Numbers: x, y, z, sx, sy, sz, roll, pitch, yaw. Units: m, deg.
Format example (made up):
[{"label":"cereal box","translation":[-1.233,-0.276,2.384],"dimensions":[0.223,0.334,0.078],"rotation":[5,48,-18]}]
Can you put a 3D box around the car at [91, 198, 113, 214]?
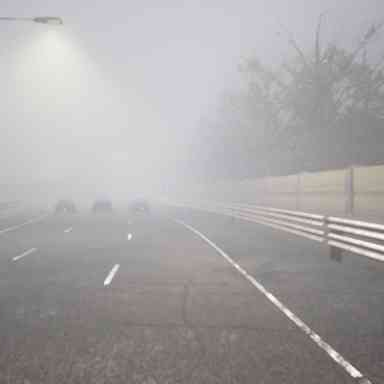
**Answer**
[{"label":"car","translation":[-9.264,1.338,34.234],"dimensions":[1.882,1.535,5.008],"rotation":[0,0,-18]}]

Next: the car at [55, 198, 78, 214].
[{"label":"car","translation":[-12.794,1.388,33.779],"dimensions":[1.837,1.490,4.892],"rotation":[0,0,-18]}]

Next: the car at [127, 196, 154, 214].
[{"label":"car","translation":[-5.367,1.367,33.480],"dimensions":[1.812,1.442,4.674],"rotation":[0,0,-18]}]
